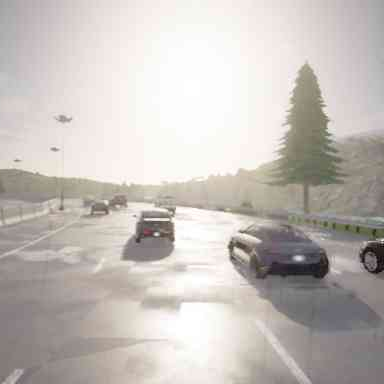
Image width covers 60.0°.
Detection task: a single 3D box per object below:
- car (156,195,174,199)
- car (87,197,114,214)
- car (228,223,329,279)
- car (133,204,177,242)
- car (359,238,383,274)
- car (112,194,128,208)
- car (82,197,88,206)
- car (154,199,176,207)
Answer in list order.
[{"bbox_3d":[-4.339,1.465,52.421,2.150,2.045,5.566,1,0,-22],"label":"car"},{"bbox_3d":[-10.185,1.569,36.677,2.128,1.511,4.902,1,0,-17],"label":"car"},{"bbox_3d":[2.459,1.657,10.415,1.994,1.385,4.181,1,0,-7],"label":"car"},{"bbox_3d":[-1.925,1.578,16.862,1.837,1.490,4.892,2,0,-9],"label":"car"},{"bbox_3d":[6.252,1.636,8.311,1.837,1.490,4.892,1,0,-6],"label":"car"},{"bbox_3d":[-11.434,1.366,51.338,2.150,2.045,5.566,1,0,-23],"label":"car"},{"bbox_3d":[-17.258,1.619,55.879,1.812,1.442,4.674,1,0,-24],"label":"car"},{"bbox_3d":[-3.179,1.776,37.859,1.895,1.301,4.718,1,0,-16],"label":"car"}]
